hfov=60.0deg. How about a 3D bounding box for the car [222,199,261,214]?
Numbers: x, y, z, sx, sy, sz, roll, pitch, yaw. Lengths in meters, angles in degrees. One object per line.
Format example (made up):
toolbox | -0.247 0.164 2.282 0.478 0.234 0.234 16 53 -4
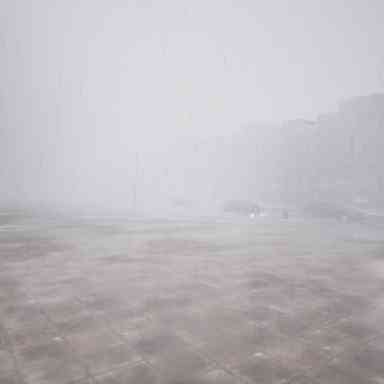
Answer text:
car | 4.906 1.377 33.372 1.994 1.385 4.181 -2 2 -36

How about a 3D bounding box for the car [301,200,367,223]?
car | 10.646 1.427 25.251 1.837 1.490 4.892 -2 2 -35

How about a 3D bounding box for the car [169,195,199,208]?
car | -1.006 1.190 41.755 2.128 1.511 4.902 -2 2 -35
